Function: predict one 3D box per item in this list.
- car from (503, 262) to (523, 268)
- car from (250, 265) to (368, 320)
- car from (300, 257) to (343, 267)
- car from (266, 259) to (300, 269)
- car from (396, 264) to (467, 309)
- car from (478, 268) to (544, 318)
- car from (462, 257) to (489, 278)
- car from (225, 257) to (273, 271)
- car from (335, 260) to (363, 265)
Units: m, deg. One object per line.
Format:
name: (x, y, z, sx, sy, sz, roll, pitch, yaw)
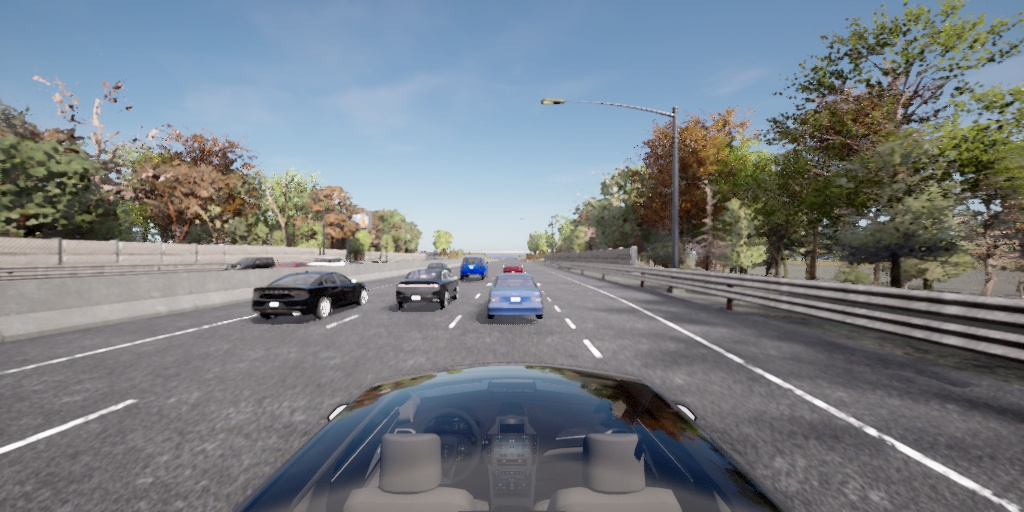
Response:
car: (0.103, 1.346, 35.340, 1.882, 1.535, 5.008, 0, 0, 0)
car: (-6.900, 1.263, 12.881, 1.882, 1.535, 5.008, 0, 0, 0)
car: (-21.087, 1.114, 40.716, 2.150, 2.045, 5.566, 0, 0, 0)
car: (-24.585, 1.367, 40.096, 1.882, 1.535, 5.008, 0, 0, 0)
car: (-3.401, 1.284, 15.152, 2.128, 1.511, 4.902, 0, 0, 0)
car: (0.101, 1.333, 13.064, 2.033, 1.411, 5.357, 0, 0, 0)
car: (-3.404, 1.080, 32.894, 2.150, 2.045, 5.566, 0, 0, 0)
car: (-28.084, 1.107, 38.851, 2.150, 2.045, 5.566, 0, 0, 0)
car: (-17.588, 1.453, 40.264, 1.994, 1.385, 4.181, 0, 0, 0)
